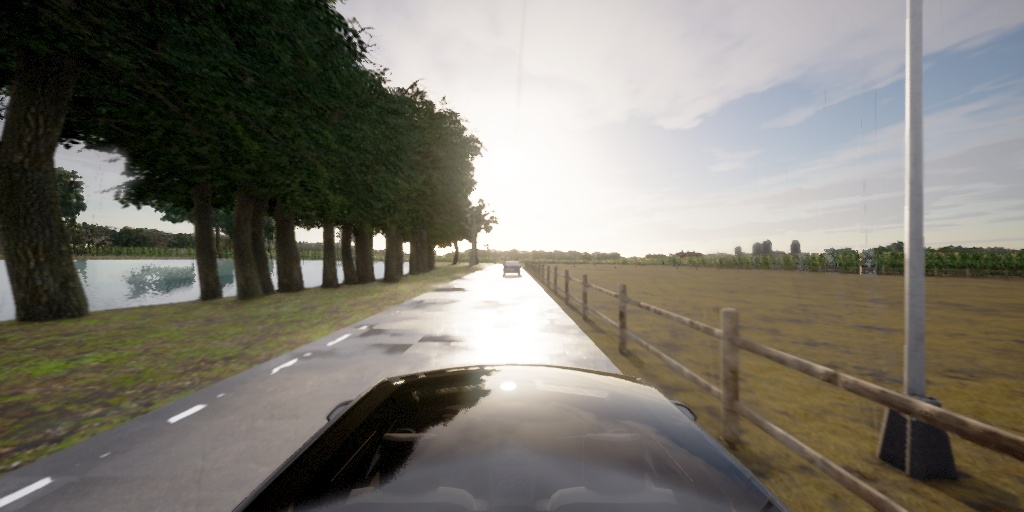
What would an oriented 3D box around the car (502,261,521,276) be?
[{"bbox_3d":[-0.028,1.295,39.251,1.882,1.535,5.008,0,0,0],"label":"car"}]
